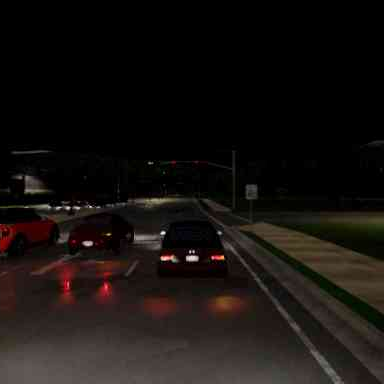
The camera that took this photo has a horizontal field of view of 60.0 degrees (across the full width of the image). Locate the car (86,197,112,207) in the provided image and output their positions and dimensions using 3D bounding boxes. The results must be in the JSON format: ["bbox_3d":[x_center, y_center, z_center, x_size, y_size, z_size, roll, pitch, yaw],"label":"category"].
[{"bbox_3d":[-16.363,1.824,58.771,2.033,1.411,5.357,0,0,1],"label":"car"}]

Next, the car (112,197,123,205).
[{"bbox_3d":[-16.324,1.864,68.832,2.033,1.411,5.357,0,0,0],"label":"car"}]

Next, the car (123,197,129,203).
[{"bbox_3d":[-16.329,1.872,79.010,1.837,1.490,4.892,0,0,0],"label":"car"}]

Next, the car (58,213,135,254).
[{"bbox_3d":[-3.557,1.590,13.603,1.812,1.442,4.674,0,0,-1],"label":"car"}]

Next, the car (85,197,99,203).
[{"bbox_3d":[-23.328,1.917,77.426,1.994,1.385,4.181,0,0,0],"label":"car"}]

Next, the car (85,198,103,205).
[{"bbox_3d":[-19.823,1.858,67.412,2.033,1.411,5.357,0,0,0],"label":"car"}]

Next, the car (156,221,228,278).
[{"bbox_3d":[-0.022,1.596,10.213,2.033,1.411,5.357,0,0,-1],"label":"car"}]

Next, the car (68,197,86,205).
[{"bbox_3d":[-23.323,1.844,67.667,2.128,1.511,4.902,0,0,0],"label":"car"}]

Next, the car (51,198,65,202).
[{"bbox_3d":[-23.355,1.781,58.541,1.837,1.490,4.892,0,0,0],"label":"car"}]

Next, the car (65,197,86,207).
[{"bbox_3d":[-19.867,1.625,58.002,2.097,1.767,4.553,0,0,0],"label":"car"}]

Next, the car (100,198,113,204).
[{"bbox_3d":[-19.828,1.959,77.369,1.895,1.301,4.718,0,0,0],"label":"car"}]

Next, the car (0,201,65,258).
[{"bbox_3d":[-7.067,1.415,13.263,2.097,1.767,4.553,0,0,-1],"label":"car"}]
